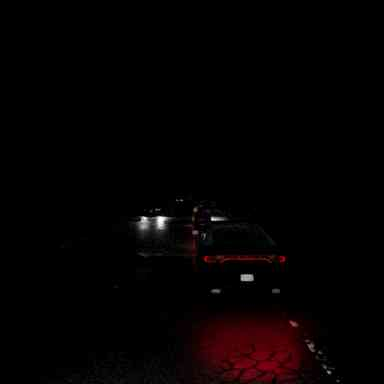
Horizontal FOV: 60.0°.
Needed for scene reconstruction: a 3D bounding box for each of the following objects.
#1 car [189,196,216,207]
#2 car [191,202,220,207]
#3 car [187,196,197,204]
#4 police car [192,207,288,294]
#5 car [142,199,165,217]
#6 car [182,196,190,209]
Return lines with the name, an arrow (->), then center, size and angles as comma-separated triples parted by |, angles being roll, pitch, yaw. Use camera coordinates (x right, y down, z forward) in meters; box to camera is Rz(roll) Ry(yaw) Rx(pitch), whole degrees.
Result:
car -> 1.025, 1.345, 24.756 | 2.097, 1.767, 4.553 | 0, 0, 0
car -> 1.032, 1.521, 18.785 | 1.812, 1.442, 4.674 | 0, 0, 0
car -> -0.063, 1.508, 64.386 | 1.837, 1.490, 4.892 | 0, 0, 0
police car -> 1.042, 1.423, 8.894 | 1.930, 1.638, 5.238 | 0, 0, 0
car -> -3.632, 1.498, 31.831 | 1.837, 1.490, 4.892 | 0, 0, 0
car -> -0.025, 1.473, 45.248 | 1.882, 1.535, 5.008 | 0, 0, 0
